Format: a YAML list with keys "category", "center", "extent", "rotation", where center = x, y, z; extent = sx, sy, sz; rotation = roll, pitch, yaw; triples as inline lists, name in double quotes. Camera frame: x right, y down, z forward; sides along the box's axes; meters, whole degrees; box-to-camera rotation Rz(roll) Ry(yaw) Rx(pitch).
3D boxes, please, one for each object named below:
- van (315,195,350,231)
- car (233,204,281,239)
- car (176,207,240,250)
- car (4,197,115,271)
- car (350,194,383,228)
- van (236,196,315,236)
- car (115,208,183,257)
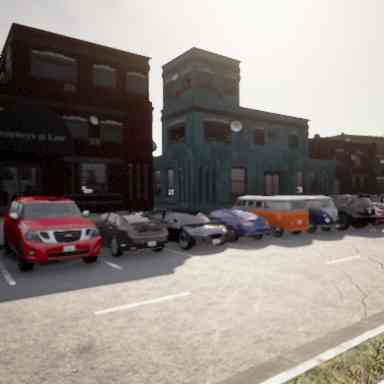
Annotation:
- category: "van"
  center: [6.396, 1.226, 19.392]
  extent: [1.878, 1.987, 4.442]
  rotation: [0, 0, -35]
- category: "car"
  center: [1.701, 1.492, 16.190]
  extent: [2.002, 1.452, 4.674]
  rotation: [0, 0, -35]
- category: "car"
  center: [-0.445, 1.482, 14.629]
  extent: [2.163, 1.488, 4.792]
  rotation: [0, 0, -35]
- category: "car"
  center: [-4.975, 1.207, 11.406]
  extent: [2.435, 2.045, 5.566]
  rotation: [0, 0, -35]
- category: "car"
  center: [8.577, 1.203, 21.123]
  extent: [2.435, 2.045, 5.566]
  rotation: [0, 0, -35]
- category: "van"
  center: [3.998, 1.226, 17.972]
  extent: [1.878, 1.987, 4.442]
  rotation: [0, 0, -35]
- category: "car"
  center: [-2.722, 1.457, 13.037]
  extent: [2.231, 1.521, 4.892]
  rotation: [0, 0, -35]
